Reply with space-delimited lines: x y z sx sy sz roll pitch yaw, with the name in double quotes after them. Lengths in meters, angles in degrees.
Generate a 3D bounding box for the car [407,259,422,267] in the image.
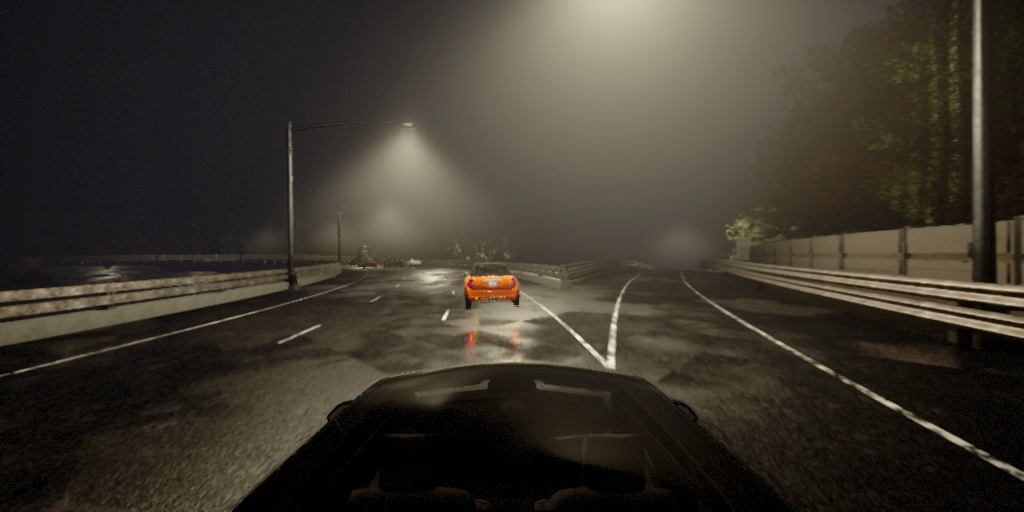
-16.828 1.149 61.034 1.812 1.442 4.674 -1 0 -34 "car"

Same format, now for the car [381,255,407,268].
-19.316 0.886 58.434 2.150 2.045 5.566 -1 0 -31 "car"

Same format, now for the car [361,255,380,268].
-23.149 1.183 58.687 1.994 1.385 4.181 -1 -4 -24 "car"

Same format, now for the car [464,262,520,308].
-0.949 1.042 15.231 2.097 1.767 4.553 -1 0 -6 "car"
